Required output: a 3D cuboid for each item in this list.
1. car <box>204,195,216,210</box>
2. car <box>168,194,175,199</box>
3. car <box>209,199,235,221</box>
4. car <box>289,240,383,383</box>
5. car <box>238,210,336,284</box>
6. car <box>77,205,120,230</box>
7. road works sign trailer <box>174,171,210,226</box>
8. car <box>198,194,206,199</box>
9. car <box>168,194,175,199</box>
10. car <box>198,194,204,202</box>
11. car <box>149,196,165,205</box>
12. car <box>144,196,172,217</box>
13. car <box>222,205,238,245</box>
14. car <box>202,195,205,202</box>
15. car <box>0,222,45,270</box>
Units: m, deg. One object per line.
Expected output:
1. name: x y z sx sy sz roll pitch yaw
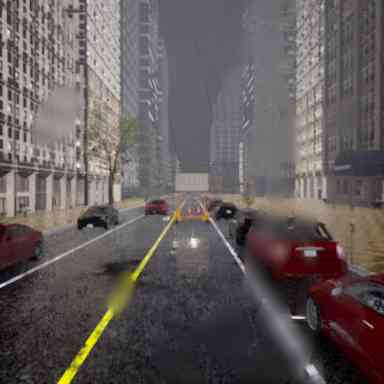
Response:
1. car: 2.675 1.416 37.691 1.887 1.381 4.507 -1 0 0
2. car: -5.714 1.211 88.285 1.752 1.417 4.829 -1 0 0
3. car: 2.678 1.477 26.406 1.947 1.339 4.313 -1 0 0
4. car: 2.682 1.569 3.835 1.802 1.307 4.206 -1 0 0
5. car: 2.679 1.408 9.477 1.967 1.590 4.097 -1 0 0
6. car: -5.702 1.496 20.759 1.947 1.339 4.313 -1 0 0
7. road works sign trailer: -0.003 0.388 22.666 2.380 3.560 2.880 0 0 0
8. car: 2.667 1.235 88.475 2.008 1.369 4.403 -1 0 0
9. car: -5.714 1.244 94.097 1.802 1.307 4.206 -1 0 0
10. car: 2.671 1.315 65.905 1.887 1.381 4.507 -1 0 0
11. car: -5.708 1.362 54.607 2.008 1.369 4.403 -1 0 0
12. car: -3.101 1.376 30.091 1.882 1.535 5.008 0 0 0
13. car: 2.680 1.515 15.120 1.947 1.339 4.313 -1 0 0
14. car: 2.674 1.376 43.503 1.752 1.417 4.829 -1 0 0
15. car: -5.700 1.550 9.477 1.802 1.307 4.206 -1 0 0
